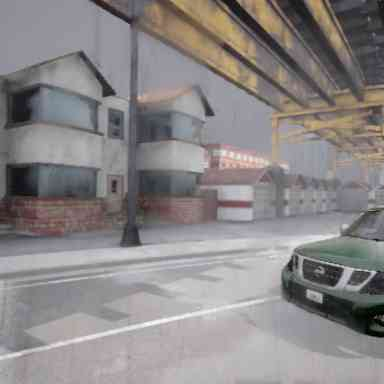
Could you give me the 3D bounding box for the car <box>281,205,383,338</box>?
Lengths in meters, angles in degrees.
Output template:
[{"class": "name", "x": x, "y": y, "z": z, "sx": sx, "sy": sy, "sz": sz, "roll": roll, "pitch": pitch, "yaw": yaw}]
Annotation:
[{"class": "car", "x": 4.324, "y": 1.220, "z": 6.166, "sx": 5.566, "sy": 2.045, "sz": 2.150, "roll": 0, "pitch": 0, "yaw": -26}]
